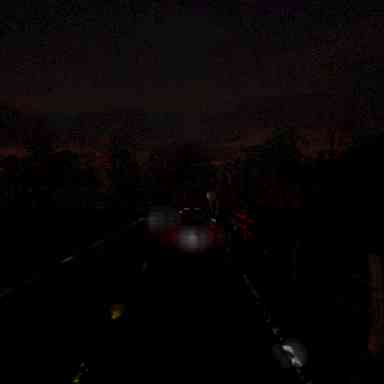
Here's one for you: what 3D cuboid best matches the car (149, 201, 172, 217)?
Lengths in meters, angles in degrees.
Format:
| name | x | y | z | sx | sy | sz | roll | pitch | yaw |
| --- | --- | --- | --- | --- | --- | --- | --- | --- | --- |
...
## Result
| name | x | y | z | sx | sy | sz | roll | pitch | yaw |
| --- | --- | --- | --- | --- | --- | --- | --- | --- | --- |
| car | -2.790 | 1.536 | 30.968 | 2.033 | 1.411 | 5.357 | 0 | 0 | 0 |

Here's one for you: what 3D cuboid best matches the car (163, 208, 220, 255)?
| name | x | y | z | sx | sy | sz | roll | pitch | yaw |
| --- | --- | --- | --- | --- | --- | --- | --- | --- | --- |
| car | 0.040 | 1.559 | 13.263 | 1.994 | 1.385 | 4.181 | 0 | 0 | 0 |

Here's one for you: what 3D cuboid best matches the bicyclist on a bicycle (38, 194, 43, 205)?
| name | x | y | z | sx | sy | sz | roll | pitch | yaw |
| --- | --- | --- | --- | --- | --- | --- | --- | --- | --- |
| bicyclist on a bicycle | -22.491 | 1.164 | 49.459 | 0.582 | 1.620 | 1.656 | 1 | 0 | 1 |

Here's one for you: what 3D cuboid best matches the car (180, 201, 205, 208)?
| name | x | y | z | sx | sy | sz | roll | pitch | yaw |
| --- | --- | --- | --- | --- | --- | --- | --- | --- | --- |
| car | 0.026 | 1.481 | 27.396 | 2.128 | 1.511 | 4.902 | 0 | 0 | 0 |
